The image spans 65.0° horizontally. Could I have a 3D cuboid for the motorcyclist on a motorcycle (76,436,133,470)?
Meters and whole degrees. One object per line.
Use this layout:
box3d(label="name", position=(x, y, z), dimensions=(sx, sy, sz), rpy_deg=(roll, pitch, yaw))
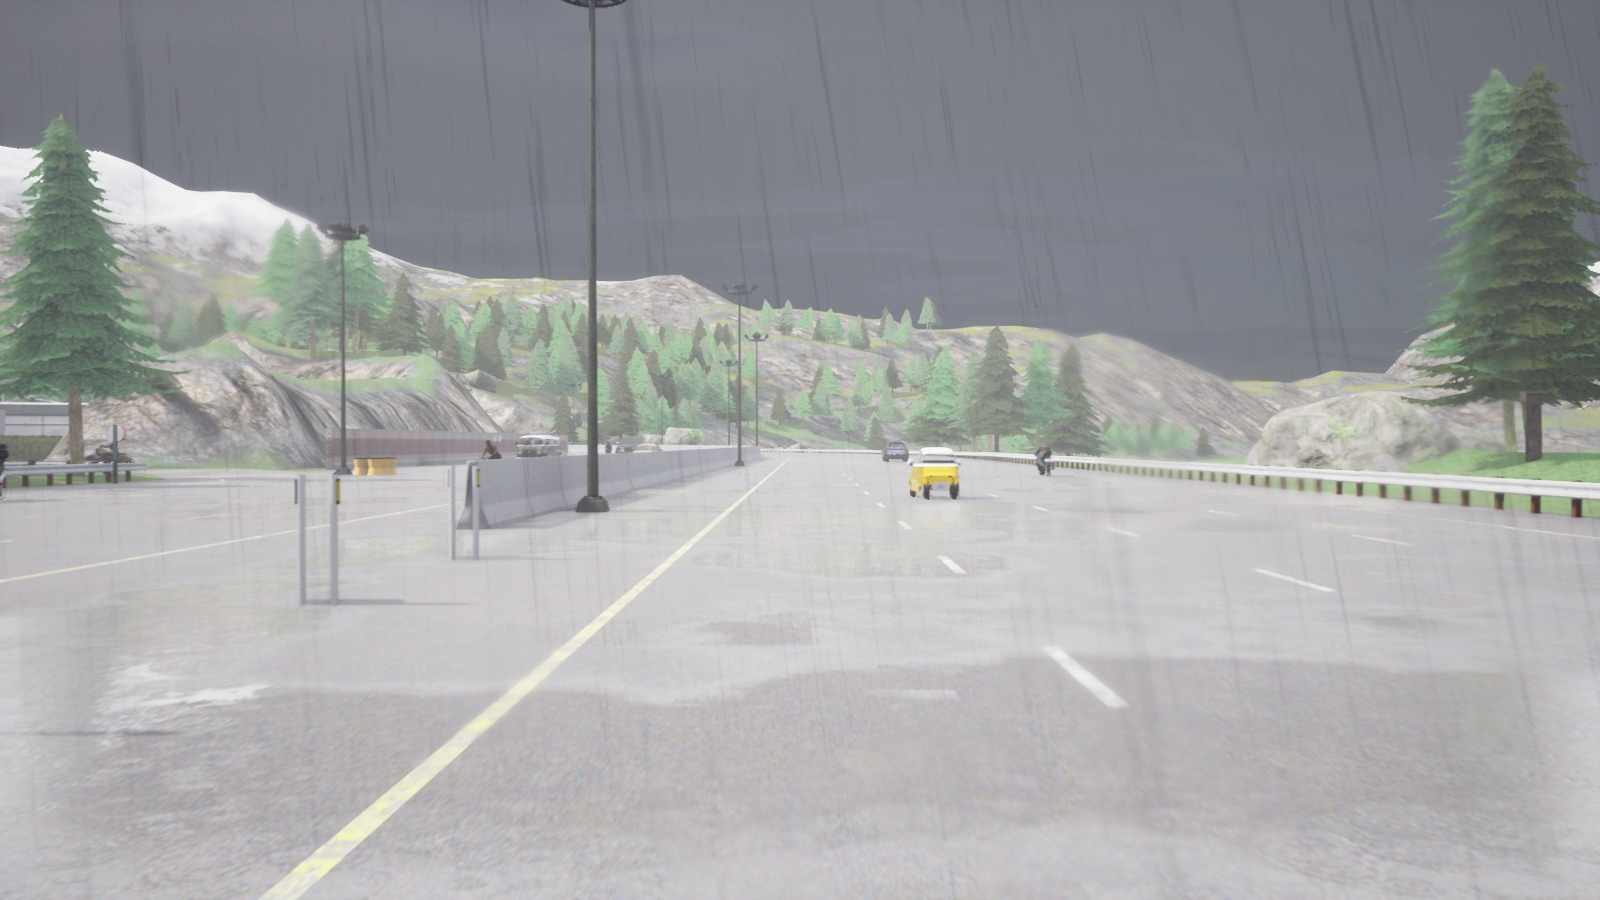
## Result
box3d(label="motorcyclist on a motorcycle", position=(-33.837, 0.131, 61.077), dimensions=(2.350, 1.649, 0.766), rpy_deg=(0, 0, 0))

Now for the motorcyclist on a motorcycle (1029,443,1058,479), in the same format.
box3d(label="motorcyclist on a motorcycle", position=(10.837, 0.476, 55.897), dimensions=(0.866, 1.530, 2.191), rpy_deg=(0, 0, 0))

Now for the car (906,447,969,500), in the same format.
box3d(label="car", position=(3.712, 0.611, 34.224), dimensions=(1.481, 1.376, 2.207), rpy_deg=(0, 1, 0))

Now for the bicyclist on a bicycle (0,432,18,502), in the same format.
box3d(label="bicyclist on a bicycle", position=(-20.535, 0.422, 31.731), dimensions=(0.659, 1.776, 1.843), rpy_deg=(1, 0, -11))

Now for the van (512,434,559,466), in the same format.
box3d(label="van", position=(-17.019, 0.004, 80.980), dimensions=(2.069, 2.038, 4.480), rpy_deg=(0, 0, 0))

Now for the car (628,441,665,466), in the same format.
box3d(label="car", position=(-10.014, 0.215, 82.227), dimensions=(1.801, 1.575, 5.366), rpy_deg=(0, 0, 0))
